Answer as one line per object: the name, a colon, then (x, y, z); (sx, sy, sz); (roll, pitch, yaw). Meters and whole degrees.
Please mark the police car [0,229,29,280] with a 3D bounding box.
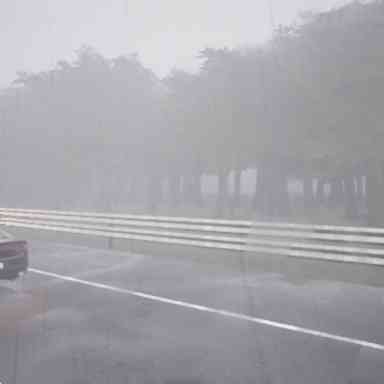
police car: (-6.383, 1.418, 8.687); (5.238, 1.638, 1.930); (0, 0, 34)
